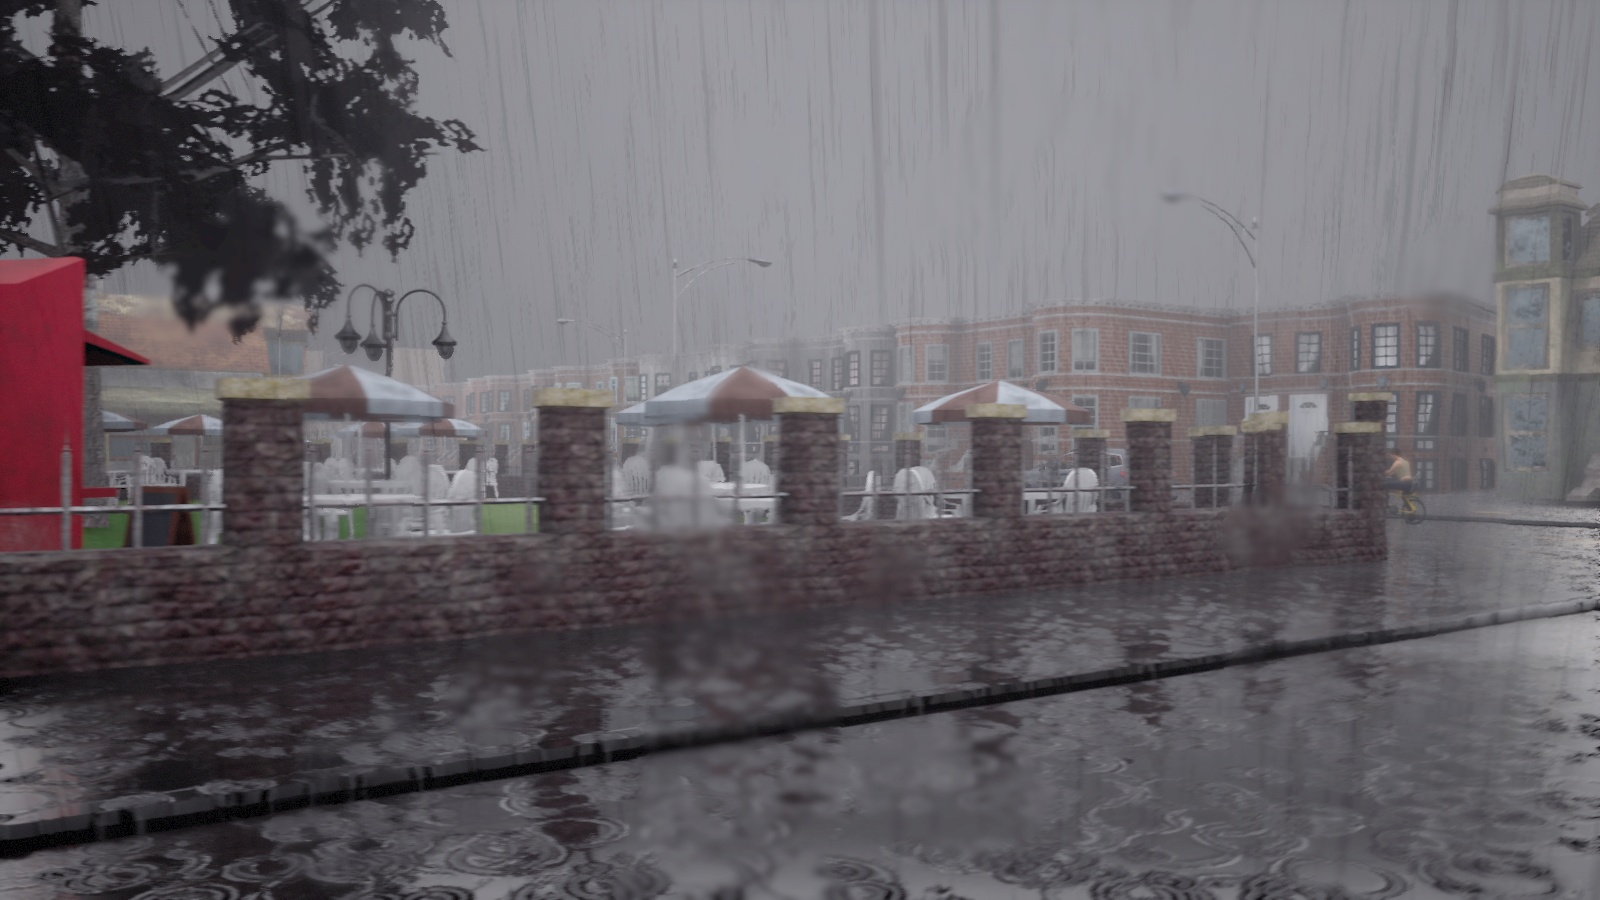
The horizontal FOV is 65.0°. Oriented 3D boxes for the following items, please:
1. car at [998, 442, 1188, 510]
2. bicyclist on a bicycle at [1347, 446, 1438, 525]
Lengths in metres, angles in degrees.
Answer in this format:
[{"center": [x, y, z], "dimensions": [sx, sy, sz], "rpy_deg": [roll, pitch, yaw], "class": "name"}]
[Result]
[{"center": [7.712, 0.655, 33.504], "dimensions": [2.242, 1.667, 4.611], "rpy_deg": [0, 0, -35], "class": "car"}, {"center": [12.509, 0.720, 26.530], "dimensions": [0.866, 1.612, 1.509], "rpy_deg": [0, 0, -34], "class": "bicyclist on a bicycle"}]
